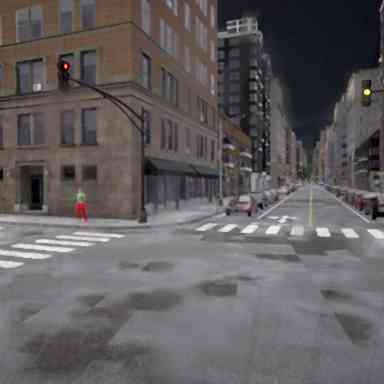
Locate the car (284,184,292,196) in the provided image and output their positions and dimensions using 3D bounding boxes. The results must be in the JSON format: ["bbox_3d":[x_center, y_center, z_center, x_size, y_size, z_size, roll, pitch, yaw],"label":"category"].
[{"bbox_3d":[14.675,-0.209,53.882,1.752,1.417,4.829,1,2,20],"label":"car"}]

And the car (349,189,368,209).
[{"bbox_3d":[13.404,0.695,25.161,1.887,1.381,4.507,1,2,20],"label":"car"}]

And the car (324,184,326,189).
[{"bbox_3d":[30.243,-0.804,71.979,1.802,1.307,4.206,1,2,20],"label":"car"}]

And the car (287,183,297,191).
[{"bbox_3d":[20.344,-0.687,69.645,1.947,1.339,4.313,1,2,20],"label":"car"}]

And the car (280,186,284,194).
[{"bbox_3d":[9.121,0.316,38.441,1.887,1.381,4.507,1,2,20],"label":"car"}]

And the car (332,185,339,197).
[{"bbox_3d":[20.888,0.035,45.969,1.947,1.339,4.313,1,2,20],"label":"car"}]

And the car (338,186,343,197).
[{"bbox_3d":[17.146,0.355,35.565,1.887,1.381,4.507,1,2,20],"label":"car"}]

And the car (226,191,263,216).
[{"bbox_3d":[3.509,0.862,22.841,1.802,1.307,4.206,1,2,20],"label":"car"}]

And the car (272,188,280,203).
[{"bbox_3d":[7.250,0.492,33.241,2.008,1.369,4.403,1,2,20],"label":"car"}]

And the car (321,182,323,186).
[{"bbox_3d":[35.856,-1.457,87.579,1.967,1.590,4.097,1,2,20],"label":"car"}]

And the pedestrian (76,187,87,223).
[{"bbox_3d":[-5.697,0.652,17.092,0.375,1.860,0.375,0,1,19],"label":"pedestrian"}]

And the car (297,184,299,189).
[{"bbox_3d":[22.215,-1.109,74.837,2.192,1.841,5.009,1,2,20],"label":"car"}]

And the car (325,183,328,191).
[{"bbox_3d":[28.372,-0.648,66.777,1.947,1.339,4.313,1,2,20],"label":"car"}]

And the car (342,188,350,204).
[{"bbox_3d":[15.275,0.531,30.363,2.008,1.369,4.403,1,2,20],"label":"car"}]

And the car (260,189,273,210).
[{"bbox_3d":[5.380,0.677,28.041,1.947,1.339,4.313,1,2,20],"label":"car"}]

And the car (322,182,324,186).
[{"bbox_3d":[33.985,-1.287,82.378,1.967,1.590,4.097,1,2,20],"label":"car"}]

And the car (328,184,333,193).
[{"bbox_3d":[24.630,-0.321,56.372,2.008,1.369,4.403,1,2,20],"label":"car"}]

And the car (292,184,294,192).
[{"bbox_3d":[16.603,-0.345,59.244,1.947,1.339,4.313,1,2,20],"label":"car"}]

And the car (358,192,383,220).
[{"bbox_3d":[11.533,0.886,19.960,1.947,1.339,4.313,1,2,20],"label":"car"}]
